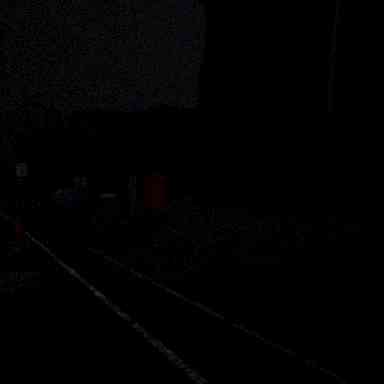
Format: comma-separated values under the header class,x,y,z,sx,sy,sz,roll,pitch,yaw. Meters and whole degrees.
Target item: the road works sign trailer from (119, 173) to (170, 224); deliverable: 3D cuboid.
class,x,y,z,sx,sy,sz,roll,pitch,yaw
road works sign trailer,-3.015,0.210,17.642,2.880,2.380,3.560,2,6,11
